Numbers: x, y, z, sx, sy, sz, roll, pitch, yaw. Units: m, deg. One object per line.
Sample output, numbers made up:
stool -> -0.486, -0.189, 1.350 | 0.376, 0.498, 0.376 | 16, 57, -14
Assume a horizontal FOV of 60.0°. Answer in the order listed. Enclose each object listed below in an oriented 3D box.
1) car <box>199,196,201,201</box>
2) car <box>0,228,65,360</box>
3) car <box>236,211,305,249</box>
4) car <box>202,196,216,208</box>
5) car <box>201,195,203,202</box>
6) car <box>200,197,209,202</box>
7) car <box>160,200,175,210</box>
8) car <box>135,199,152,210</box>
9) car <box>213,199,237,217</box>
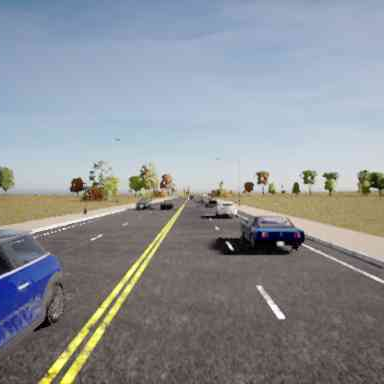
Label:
car -> 3.243, 1.939, 76.424 | 1.895, 1.301, 4.718 | 0, 0, 0
car -> -3.351, 1.372, 4.123 | 2.097, 1.767, 4.553 | 0, 0, 0
car -> 3.346, 1.671, 14.787 | 1.895, 1.301, 4.718 | 0, 0, 0
car -> 3.245, 1.737, 54.394 | 2.128, 1.511, 4.902 | 0, 0, 0
car -> 3.244, 1.749, 65.585 | 1.801, 1.575, 5.366 | 0, 0, 0
car -> 3.243, 1.930, 87.394 | 2.033, 1.411, 5.357 | 0, 0, 0
car -> -3.339, 1.809, 45.665 | 1.895, 1.301, 4.718 | 0, 0, 0
car -> -6.587, 1.700, 45.886 | 2.128, 1.511, 4.902 | 0, 0, 0
car -> 3.345, 1.677, 32.625 | 1.812, 1.442, 4.674 | 0, 0, 0
